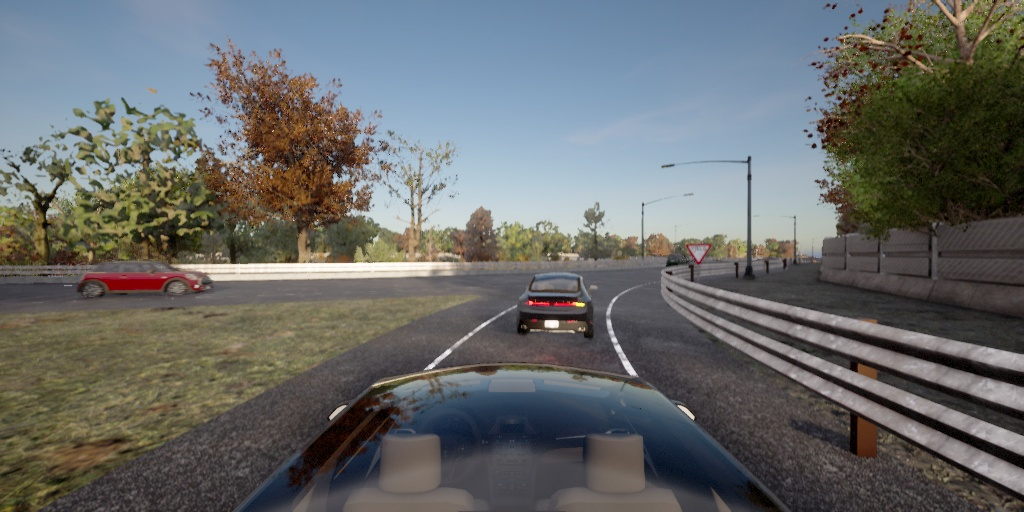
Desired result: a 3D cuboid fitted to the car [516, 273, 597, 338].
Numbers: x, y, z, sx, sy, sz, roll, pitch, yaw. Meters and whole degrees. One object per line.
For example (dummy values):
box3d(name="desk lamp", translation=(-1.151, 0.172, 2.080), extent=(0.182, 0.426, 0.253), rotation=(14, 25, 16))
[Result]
box3d(name="car", translation=(1.342, 1.231, 10.181), extent=(1.837, 1.490, 4.892), rotation=(0, 0, 11))

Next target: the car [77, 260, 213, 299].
box3d(name="car", translation=(-17.716, 1.039, 17.622), extent=(4.553, 1.767, 2.097), rotation=(0, 0, -20))

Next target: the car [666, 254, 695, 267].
box3d(name="car", translation=(24.469, 0.789, 52.606), extent=(2.150, 2.045, 5.566), rotation=(0, 0, 42))
